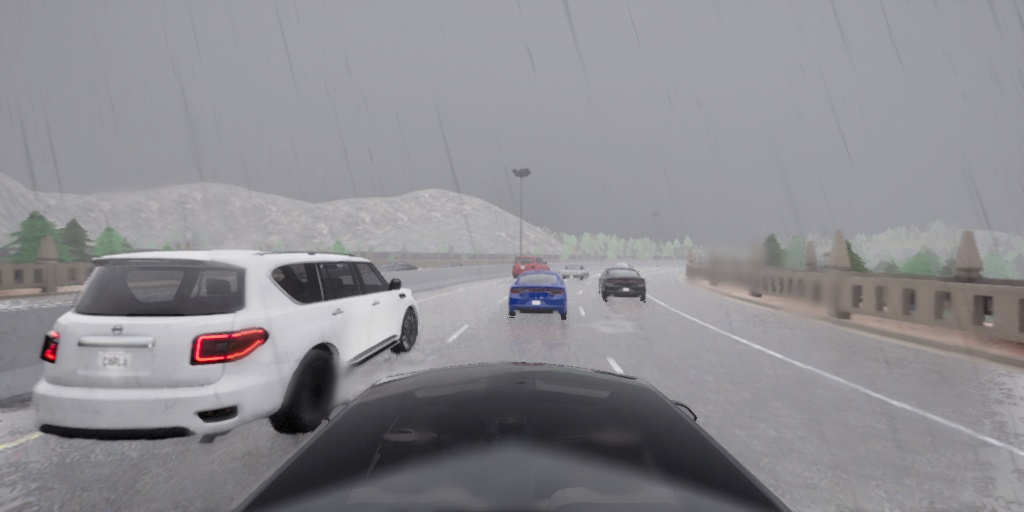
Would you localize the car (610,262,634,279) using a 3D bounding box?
[{"bbox_3d":[11.104,1.405,36.002,1.812,1.442,4.674,0,0,23],"label":"car"}]

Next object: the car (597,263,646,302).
[{"bbox_3d":[5.330,1.289,17.754,1.882,1.535,5.008,0,0,11],"label":"car"}]

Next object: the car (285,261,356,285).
[{"bbox_3d":[-14.227,1.202,27.046,1.882,1.535,5.008,0,0,15],"label":"car"}]

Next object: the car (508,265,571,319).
[{"bbox_3d":[1.031,1.257,13.190,1.882,1.535,5.008,0,0,7],"label":"car"}]

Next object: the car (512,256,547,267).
[{"bbox_3d":[1.699,1.041,31.201,2.150,2.045,5.566,0,0,19],"label":"car"}]

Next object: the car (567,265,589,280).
[{"bbox_3d":[5.736,1.444,32.147,1.895,1.301,4.718,0,0,20],"label":"car"}]

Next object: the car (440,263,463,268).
[{"bbox_3d":[-5.422,1.347,32.399,1.994,1.385,4.181,0,0,19],"label":"car"}]

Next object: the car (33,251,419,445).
[{"bbox_3d":[-3.218,0.962,5.674,2.150,2.045,5.566,0,0,2],"label":"car"}]

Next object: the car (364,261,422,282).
[{"bbox_3d":[-9.811,1.246,30.030,2.128,1.511,4.902,0,0,17],"label":"car"}]
